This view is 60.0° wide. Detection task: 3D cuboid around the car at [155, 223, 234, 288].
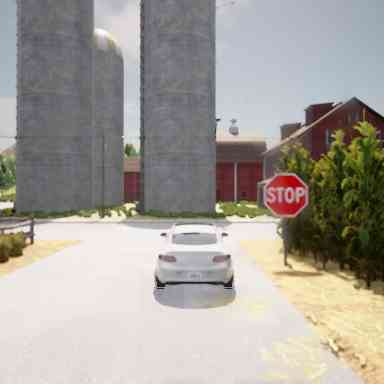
[{"bbox_3d":[0.063,1.580,9.266,1.812,1.442,4.674,0,0,0],"label":"car"}]
